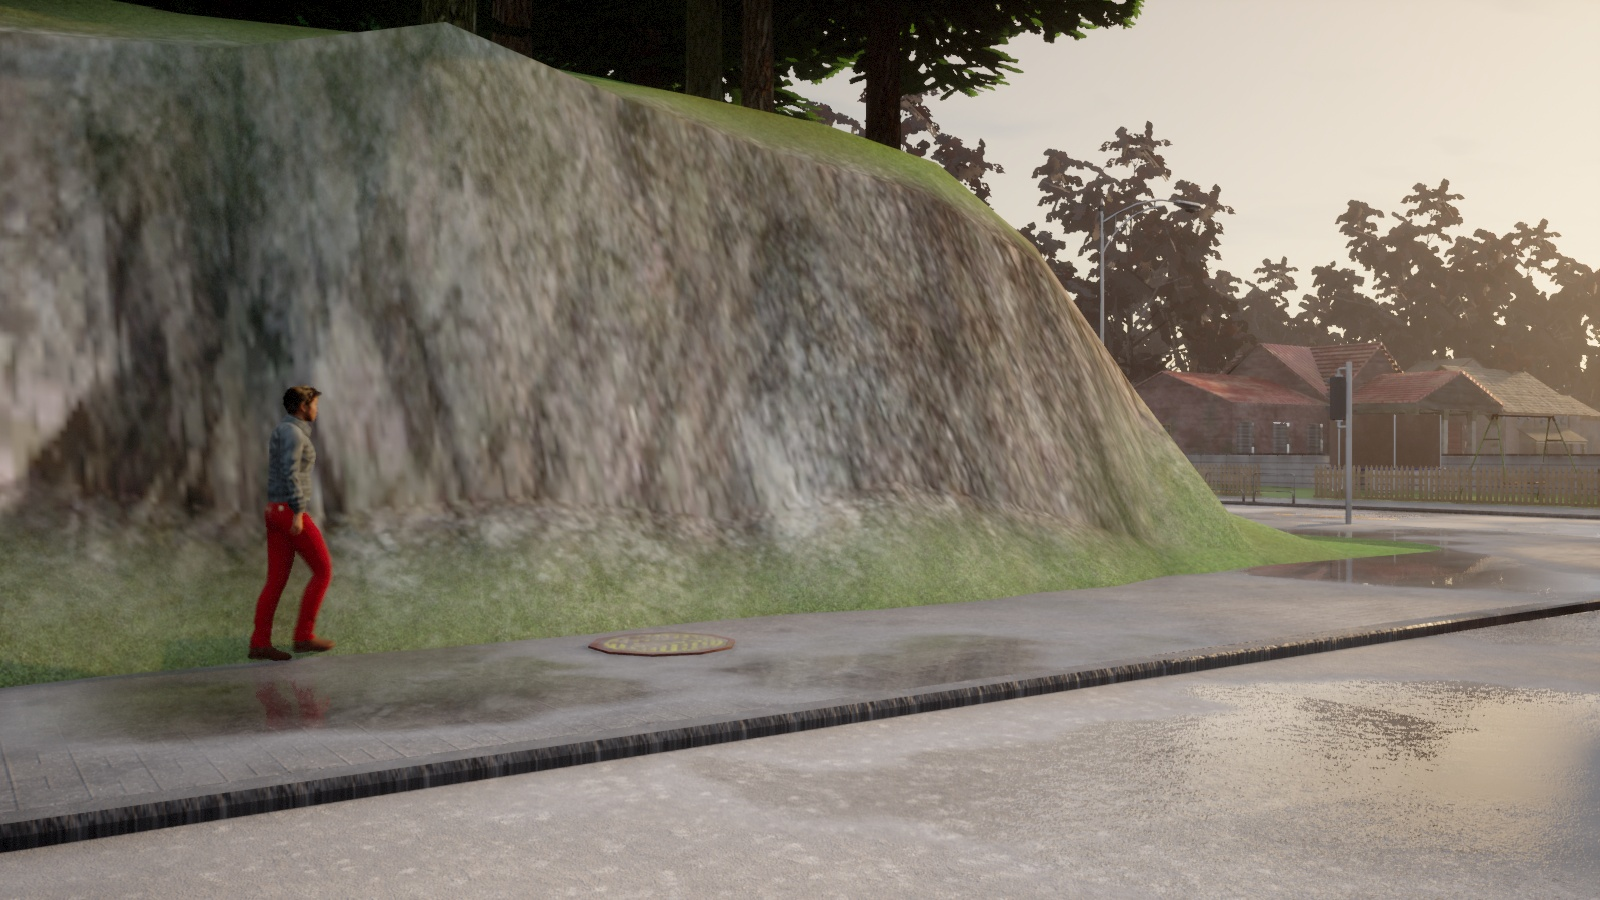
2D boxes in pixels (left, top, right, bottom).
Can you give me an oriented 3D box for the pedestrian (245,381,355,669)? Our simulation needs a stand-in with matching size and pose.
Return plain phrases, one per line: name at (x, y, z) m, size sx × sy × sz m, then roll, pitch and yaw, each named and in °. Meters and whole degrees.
pedestrian at (-3.332, 0.482, 8.371) m, size 0.614 × 1.847 × 0.353 m, roll 0°, pitch 0°, yaw -35°
